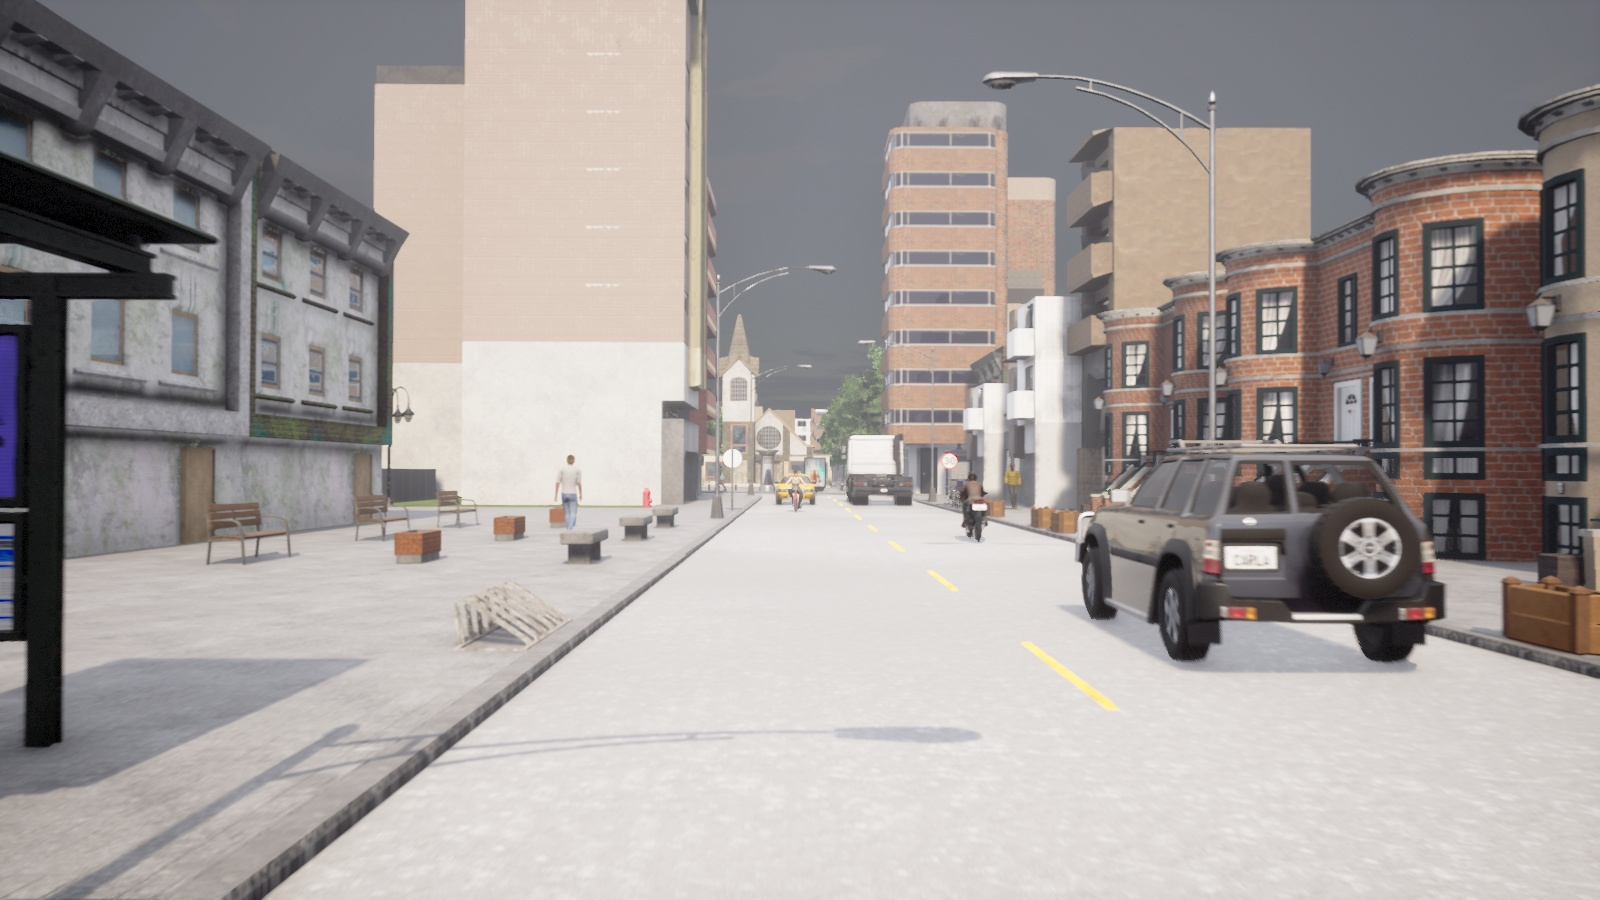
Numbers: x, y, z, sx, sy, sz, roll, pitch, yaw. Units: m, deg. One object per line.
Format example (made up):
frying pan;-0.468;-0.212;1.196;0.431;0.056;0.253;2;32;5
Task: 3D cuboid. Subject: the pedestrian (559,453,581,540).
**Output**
pedestrian;-4.972;0.999;27.161;0.354;1.836;0.706;0;-1;-1

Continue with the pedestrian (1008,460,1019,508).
pedestrian;8.193;1.288;48.243;0.370;1.835;0.726;0;-1;12

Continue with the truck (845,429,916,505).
truck;3.799;0.840;61.080;2.891;3.462;7.936;0;-1;0

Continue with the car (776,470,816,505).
car;-0.189;1.746;59.237;1.801;1.575;5.366;0;-1;0

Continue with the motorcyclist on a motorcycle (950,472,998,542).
motorcyclist on a motorcycle;3.932;1.258;28.481;0.797;1.523;2.044;0;-1;0

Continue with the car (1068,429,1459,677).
car;3.972;0.812;11.743;1.932;1.855;4.605;0;-1;0
